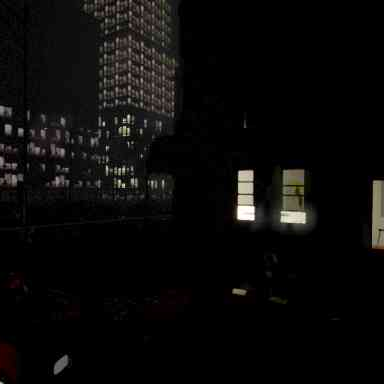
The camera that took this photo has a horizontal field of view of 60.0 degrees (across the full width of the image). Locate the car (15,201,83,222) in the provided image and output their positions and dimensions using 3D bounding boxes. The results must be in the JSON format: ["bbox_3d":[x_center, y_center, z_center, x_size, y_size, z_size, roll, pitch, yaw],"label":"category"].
[{"bbox_3d":[-11.696,1.690,27.426,2.008,1.369,4.403,1,0,34],"label":"car"}]

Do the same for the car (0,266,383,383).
[{"bbox_3d":[-0.011,1.544,2.831,4.507,1.381,1.887,0,1,34],"label":"car"}]

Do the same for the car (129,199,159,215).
[{"bbox_3d":[-5.513,1.773,36.478,1.802,1.307,4.206,1,0,34],"label":"car"}]

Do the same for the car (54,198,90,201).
[{"bbox_3d":[-12.236,1.574,37.116,2.128,1.511,4.902,1,0,35],"label":"car"}]

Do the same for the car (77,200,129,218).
[{"bbox_3d":[-8.603,1.731,31.953,1.947,1.339,4.313,1,0,34],"label":"car"}]

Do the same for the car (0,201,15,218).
[{"bbox_3d":[-17.529,1.543,29.373,1.837,1.490,4.892,1,0,34],"label":"car"}]
